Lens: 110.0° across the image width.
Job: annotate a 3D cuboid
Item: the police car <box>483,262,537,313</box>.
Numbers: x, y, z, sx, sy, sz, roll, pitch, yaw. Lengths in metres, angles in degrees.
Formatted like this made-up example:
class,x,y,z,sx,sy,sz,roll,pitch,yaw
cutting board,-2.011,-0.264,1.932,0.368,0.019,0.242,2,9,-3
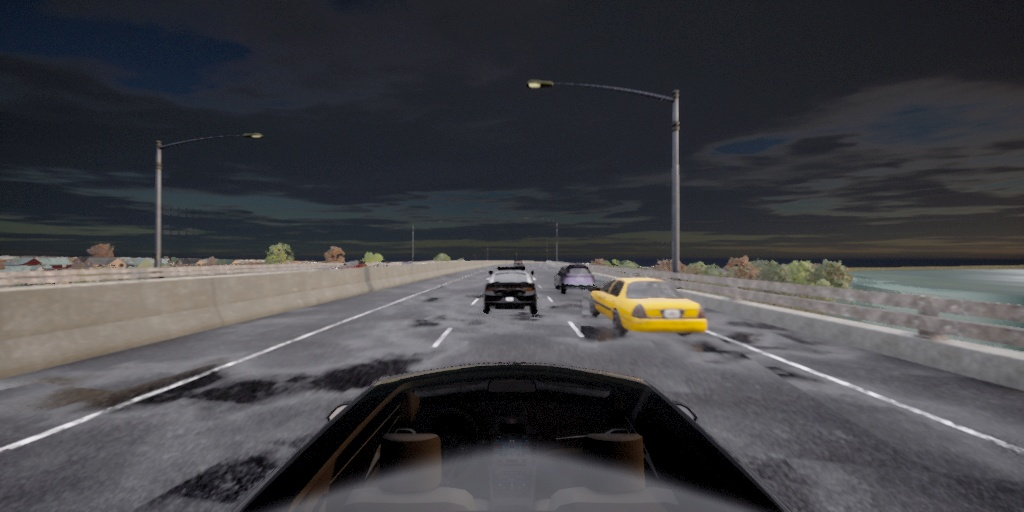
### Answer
class,x,y,z,sx,sy,sz,roll,pitch,yaw
police car,-0.028,1.234,14.473,1.930,1.638,5.238,0,0,1

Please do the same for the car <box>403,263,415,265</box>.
class,x,y,z,sx,sy,sz,roll,pitch,yaw
car,-13.421,1.549,46.224,2.033,1.411,5.357,0,0,1

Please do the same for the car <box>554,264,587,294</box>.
class,x,y,z,sx,sy,sz,roll,pitch,yaw
car,3.612,1.278,21.156,2.033,1.649,4.856,0,0,1

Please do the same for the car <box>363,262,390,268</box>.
class,x,y,z,sx,sy,sz,roll,pitch,yaw
car,-16.921,1.645,46.284,1.895,1.301,4.718,0,0,1

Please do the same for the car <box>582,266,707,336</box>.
class,x,y,z,sx,sy,sz,roll,pitch,yaw
car,3.521,1.247,10.423,1.801,1.575,5.366,0,0,0

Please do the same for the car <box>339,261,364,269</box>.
class,x,y,z,sx,sy,sz,roll,pitch,yaw
car,-20.418,1.384,46.436,2.097,1.767,4.553,0,0,1
